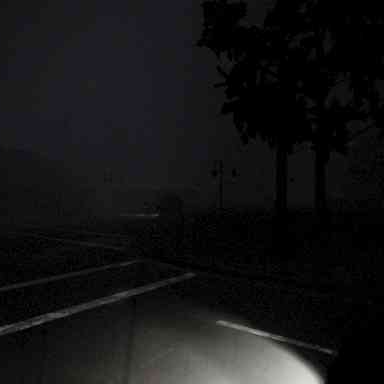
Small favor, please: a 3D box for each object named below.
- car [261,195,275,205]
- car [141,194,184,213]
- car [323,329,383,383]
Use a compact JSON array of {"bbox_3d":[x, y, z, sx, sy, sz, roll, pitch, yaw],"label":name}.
[{"bbox_3d":[13.856,1.343,60.760,2.097,1.767,4.553,0,0,7],"label":"car"},{"bbox_3d":[-3.171,1.218,36.816,2.150,2.045,5.566,0,0,34],"label":"car"},{"bbox_3d":[2.915,1.564,1.894,4.181,1.385,1.994,0,0,36],"label":"car"}]
